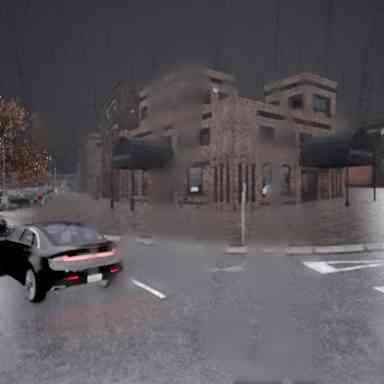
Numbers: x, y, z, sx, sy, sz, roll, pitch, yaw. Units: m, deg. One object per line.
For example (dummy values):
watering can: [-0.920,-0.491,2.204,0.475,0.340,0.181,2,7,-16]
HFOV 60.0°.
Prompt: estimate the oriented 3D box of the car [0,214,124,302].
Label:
car: [-3.554,1.488,8.381,2.128,1.511,4.902,0,0,-42]

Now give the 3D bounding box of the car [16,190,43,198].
car: [-32.118,0.404,66.025,4.674,1.452,2.002,0,2,-20]

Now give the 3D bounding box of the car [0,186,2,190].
car: [-31.874,0.435,52.657,2.150,2.045,5.566,0,1,-23]

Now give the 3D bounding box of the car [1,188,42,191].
car: [-24.784,0.723,48.482,4.553,1.767,2.185,0,1,-24]

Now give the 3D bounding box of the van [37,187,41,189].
van: [-26.023,0.559,50.946,4.442,1.987,1.878,0,1,-24]

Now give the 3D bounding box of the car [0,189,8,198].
car: [-35.798,0.297,62.218,1.837,1.490,4.892,0,2,-20]

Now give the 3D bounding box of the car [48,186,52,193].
car: [-36.684,-0.019,79.020,4.792,1.488,2.163,0,2,-17]

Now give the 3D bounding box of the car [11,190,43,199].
car: [-31.315,0.437,63.410,5.366,1.575,1.946,0,2,-21]

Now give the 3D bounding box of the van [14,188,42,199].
van: [-30.027,0.289,60.975,4.442,1.987,1.878,0,2,-22]

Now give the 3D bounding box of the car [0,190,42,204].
car: [-23.716,0.912,45.946,4.892,1.521,2.231,0,1,-24]

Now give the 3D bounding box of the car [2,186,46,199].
car: [-26.994,0.470,53.516,5.566,2.045,2.435,0,1,-23]

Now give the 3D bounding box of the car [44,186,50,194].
car: [-34.904,0.125,73.724,4.892,1.521,2.231,0,2,-19]
